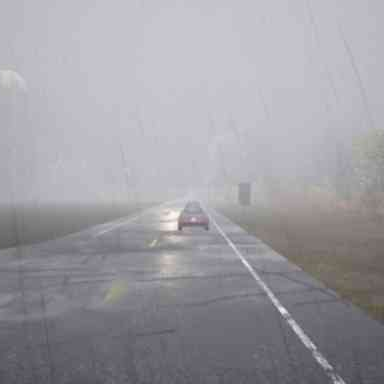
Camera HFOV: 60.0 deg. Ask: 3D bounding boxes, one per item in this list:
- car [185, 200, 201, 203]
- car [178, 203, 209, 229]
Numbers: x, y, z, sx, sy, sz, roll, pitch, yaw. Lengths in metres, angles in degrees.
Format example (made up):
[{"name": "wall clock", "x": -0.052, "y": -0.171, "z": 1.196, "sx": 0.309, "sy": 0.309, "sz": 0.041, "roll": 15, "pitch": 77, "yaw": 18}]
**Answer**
[{"name": "car", "x": 0.079, "y": 1.733, "z": 44.187, "sx": 2.128, "sy": 1.511, "sz": 4.902, "roll": 0, "pitch": 0, "yaw": 0}, {"name": "car", "x": 0.088, "y": 1.689, "z": 22.599, "sx": 1.994, "sy": 1.385, "sz": 4.181, "roll": 0, "pitch": 0, "yaw": 0}]
